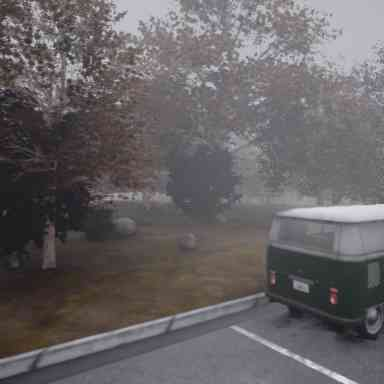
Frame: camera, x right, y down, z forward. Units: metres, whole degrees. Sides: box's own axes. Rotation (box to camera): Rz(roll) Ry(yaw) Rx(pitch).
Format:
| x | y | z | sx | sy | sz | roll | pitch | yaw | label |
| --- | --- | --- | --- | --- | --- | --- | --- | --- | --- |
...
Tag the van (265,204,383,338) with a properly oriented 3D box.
| x | y | z | sx | sy | sz | roll | pitch | yaw | label |
| --- | --- | --- | --- | --- | --- | --- | --- | --- | --- |
| 3.587 | 1.259 | 6.580 | 4.442 | 1.987 | 1.878 | 0 | 1 | -33 | van |
